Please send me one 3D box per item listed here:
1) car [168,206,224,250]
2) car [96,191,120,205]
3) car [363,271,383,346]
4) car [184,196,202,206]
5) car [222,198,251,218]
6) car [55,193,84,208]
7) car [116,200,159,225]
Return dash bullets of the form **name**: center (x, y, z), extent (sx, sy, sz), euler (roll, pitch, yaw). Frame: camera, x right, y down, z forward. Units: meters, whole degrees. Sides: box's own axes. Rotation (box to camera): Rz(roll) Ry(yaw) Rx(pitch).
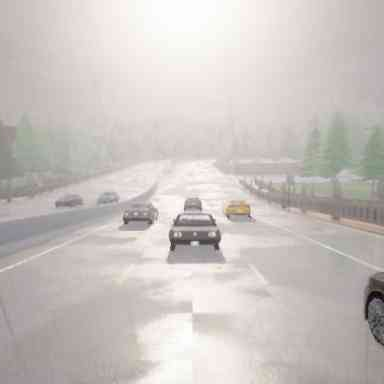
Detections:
- **car**: center (0.104, 1.489, 13.822), extent (1.895, 1.301, 4.718), euler (0, 0, 0)
- **car**: center (-10.488, 0.689, 41.790), extent (2.097, 1.767, 4.553), euler (0, 4, 0)
- **car**: center (3.601, 1.462, 3.311), extent (2.128, 1.511, 4.902), euler (0, 0, 0)
- **car**: center (0.111, 1.114, 36.791), extent (1.994, 1.385, 4.181), euler (0, 2, 0)
- **car**: center (3.608, 1.257, 27.414), extent (1.882, 1.535, 5.008), euler (0, 0, 0)
- **car**: center (-14.026, 0.958, 38.187), extent (1.882, 1.535, 5.008), euler (0, 3, 0)
- **car**: center (-3.394, 1.366, 22.599), extent (2.033, 1.411, 5.357), euler (0, 0, 0)
